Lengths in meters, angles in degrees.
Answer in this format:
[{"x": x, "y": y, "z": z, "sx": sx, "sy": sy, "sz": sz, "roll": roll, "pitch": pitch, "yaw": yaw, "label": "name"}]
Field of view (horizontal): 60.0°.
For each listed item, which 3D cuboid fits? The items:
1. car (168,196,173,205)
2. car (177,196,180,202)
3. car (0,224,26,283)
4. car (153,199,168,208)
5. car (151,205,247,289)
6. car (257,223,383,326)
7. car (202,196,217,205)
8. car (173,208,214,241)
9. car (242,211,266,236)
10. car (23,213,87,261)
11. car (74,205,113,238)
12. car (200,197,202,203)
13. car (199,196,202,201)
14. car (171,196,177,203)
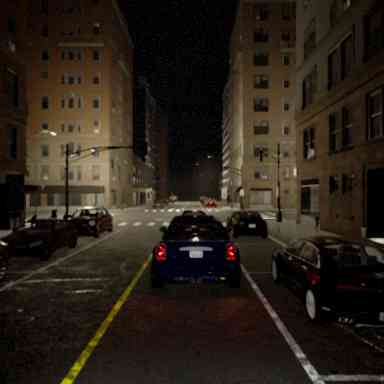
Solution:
[{"x": -5.432, "y": 2.010, "z": 65.978, "sx": 2.008, "sy": 1.369, "sz": 4.403, "roll": 0, "pitch": 0, "yaw": 0, "label": "car"}, {"x": -5.310, "y": 2.026, "z": 93.022, "sx": 2.192, "sy": 1.841, "sz": 5.009, "roll": 0, "pitch": -1, "yaw": 0, "label": "car"}, {"x": -5.652, "y": 1.609, "z": 7.057, "sx": 1.947, "sy": 1.339, "sz": 4.313, "roll": 0, "pitch": 0, "yaw": 0, "label": "car"}, {"x": -5.483, "y": 1.955, "z": 55.161, "sx": 1.802, "sy": 1.307, "sz": 4.206, "roll": 0, "pitch": 0, "yaw": 0, "label": "car"}, {"x": 0.104, "y": 1.413, "z": 9.524, "sx": 2.097, "sy": 1.767, "sz": 4.553, "roll": 0, "pitch": 0, "yaw": 0, "label": "car"}, {"x": 2.873, "y": 1.595, "z": 7.033, "sx": 2.008, "sy": 1.369, "sz": 4.403, "roll": 0, "pitch": 0, "yaw": 0, "label": "car"}, {"x": 3.042, "y": 1.814, "z": 55.125, "sx": 1.967, "sy": 1.590, "sz": 4.097, "roll": 0, "pitch": 0, "yaw": 0, "label": "car"}, {"x": 0.094, "y": 1.676, "z": 18.107, "sx": 1.994, "sy": 1.385, "sz": 4.181, "roll": 0, "pitch": 0, "yaw": 1, "label": "car"}, {"x": 2.904, "y": 1.678, "z": 18.035, "sx": 1.947, "sy": 1.339, "sz": 4.313, "roll": 0, "pitch": 0, "yaw": 0, "label": "car"}, {"x": -5.637, "y": 1.659, "z": 12.558, "sx": 1.802, "sy": 1.307, "sz": 4.206, "roll": 0, "pitch": 0, "yaw": 0, "label": "car"}, {"x": -5.621, "y": 1.552, "z": 18.061, "sx": 1.967, "sy": 1.590, "sz": 4.097, "roll": 0, "pitch": 0, "yaw": 0, "label": "car"}, {"x": 3.092, "y": 2.010, "z": 65.942, "sx": 2.008, "sy": 1.369, "sz": 4.403, "roll": 0, "pitch": 0, "yaw": 0, "label": "car"}, {"x": 3.141, "y": 1.994, "z": 76.760, "sx": 1.967, "sy": 1.590, "sz": 4.097, "roll": 0, "pitch": -1, "yaw": 0, "label": "car"}, {"x": -5.359, "y": 2.127, "z": 82.033, "sx": 1.752, "sy": 1.417, "sz": 4.829, "roll": 0, "pitch": -1, "yaw": 0, "label": "car"}]
